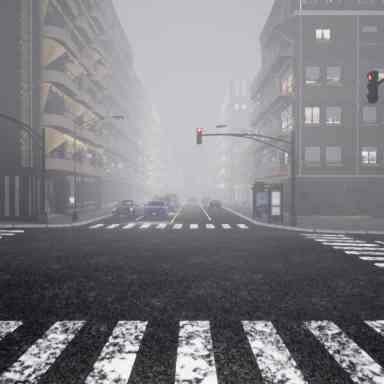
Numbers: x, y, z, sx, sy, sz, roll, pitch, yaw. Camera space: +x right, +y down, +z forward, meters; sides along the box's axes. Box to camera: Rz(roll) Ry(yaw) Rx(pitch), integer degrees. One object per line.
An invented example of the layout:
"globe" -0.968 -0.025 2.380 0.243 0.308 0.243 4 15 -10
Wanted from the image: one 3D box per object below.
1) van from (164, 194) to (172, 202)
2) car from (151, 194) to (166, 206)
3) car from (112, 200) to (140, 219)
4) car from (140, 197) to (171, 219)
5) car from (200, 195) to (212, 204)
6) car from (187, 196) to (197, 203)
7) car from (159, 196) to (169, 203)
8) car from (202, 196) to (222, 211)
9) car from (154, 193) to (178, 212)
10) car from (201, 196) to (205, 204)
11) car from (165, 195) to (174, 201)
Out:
"van" -5.748 1.337 79.951 1.690 1.788 3.998 0 0 0
"car" -5.733 1.312 57.395 2.192 1.841 5.009 0 0 0
"car" -5.713 1.438 29.202 1.967 1.590 4.097 0 0 0
"car" -3.108 1.475 29.285 1.882 1.535 5.008 0 0 -1
"car" 2.644 1.437 63.035 1.967 1.590 4.097 0 0 0
"car" 0.051 1.561 69.704 1.994 1.385 4.181 0 0 0
"car" -5.740 1.522 68.503 1.752 1.417 4.829 0 0 0
"car" 2.660 1.548 40.480 2.008 1.369 4.403 0 0 0
"car" -3.114 1.349 38.913 2.097 1.767 4.553 0 0 0
"car" 2.656 1.542 46.118 1.887 1.381 4.507 0 0 0
"car" -5.751 1.546 85.590 2.008 1.369 4.403 0 0 0
